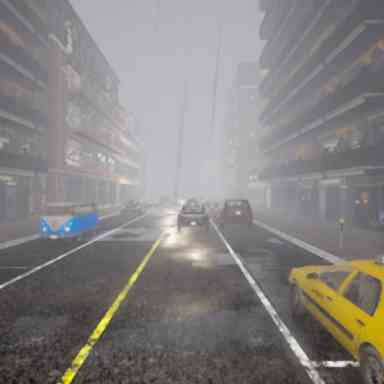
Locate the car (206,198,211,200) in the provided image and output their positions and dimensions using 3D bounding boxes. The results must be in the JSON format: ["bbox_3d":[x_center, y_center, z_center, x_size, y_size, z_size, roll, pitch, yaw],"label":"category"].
[{"bbox_3d":[2.652,1.541,32.802,2.008,1.369,4.403,0,0,0],"label":"car"}]

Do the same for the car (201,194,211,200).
[{"bbox_3d":[2.631,1.443,49.788,1.967,1.590,4.097,0,0,0],"label":"car"}]

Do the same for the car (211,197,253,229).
[{"bbox_3d":[2.663,1.302,21.478,2.192,1.841,5.009,0,0,0],"label":"car"}]

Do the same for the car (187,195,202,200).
[{"bbox_3d":[0.052,1.524,43.796,1.812,1.442,4.674,0,0,0],"label":"car"}]

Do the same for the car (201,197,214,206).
[{"bbox_3d":[2.625,1.577,55.447,1.947,1.339,4.313,0,0,0],"label":"car"}]

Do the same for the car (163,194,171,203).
[{"bbox_3d":[-5.768,1.618,66.788,1.802,1.307,4.206,0,0,0],"label":"car"}]

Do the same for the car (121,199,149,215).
[{"bbox_3d":[-5.730,1.434,32.817,1.967,1.590,4.097,0,0,0],"label":"car"}]

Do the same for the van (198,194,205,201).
[{"bbox_3d":[2.584,1.435,89.418,1.690,1.788,3.998,0,0,0],"label":"van"}]

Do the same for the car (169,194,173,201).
[{"bbox_3d":[-5.775,1.631,72.449,1.802,1.307,4.206,0,0,0],"label":"car"}]

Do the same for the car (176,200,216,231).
[{"bbox_3d":[0.077,1.480,20.331,2.128,1.511,4.902,0,0,0],"label":"car"}]

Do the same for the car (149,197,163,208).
[{"bbox_3d":[-5.748,1.532,49.633,1.752,1.417,4.829,0,0,0],"label":"car"}]

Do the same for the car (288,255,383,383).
[{"bbox_3d":[2.683,1.519,4.665,1.752,1.417,4.829,0,0,0],"label":"car"}]

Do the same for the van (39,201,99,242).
[{"bbox_3d":[-5.711,1.332,15.831,1.690,1.788,3.998,0,0,0],"label":"van"}]

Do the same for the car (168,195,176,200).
[{"bbox_3d":[-5.800,1.682,95.096,1.947,1.339,4.313,0,0,0],"label":"car"}]
